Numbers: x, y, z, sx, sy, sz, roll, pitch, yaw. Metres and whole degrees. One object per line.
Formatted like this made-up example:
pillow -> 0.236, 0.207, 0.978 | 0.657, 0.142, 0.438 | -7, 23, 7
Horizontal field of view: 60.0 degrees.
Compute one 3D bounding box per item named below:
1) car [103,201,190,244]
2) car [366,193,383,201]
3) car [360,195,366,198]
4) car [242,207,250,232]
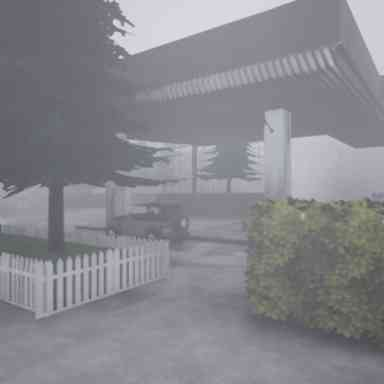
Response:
car -> -1.938, 1.330, 14.500 | 3.866, 1.878, 1.905 | 0, 0, 35
car -> 24.761, 1.087, 44.234 | 1.905, 1.878, 3.866 | 0, 0, 35
car -> 31.995, 1.315, 60.988 | 2.007, 1.523, 4.514 | 0, 0, 35
car -> 4.859, 1.490, 16.661 | 4.611, 1.667, 2.242 | 0, 0, 35
